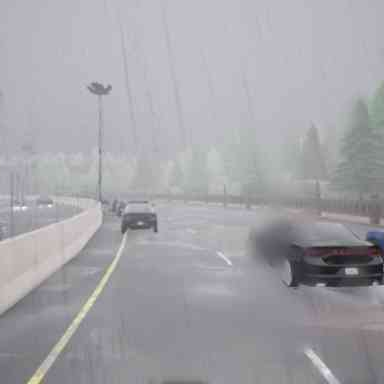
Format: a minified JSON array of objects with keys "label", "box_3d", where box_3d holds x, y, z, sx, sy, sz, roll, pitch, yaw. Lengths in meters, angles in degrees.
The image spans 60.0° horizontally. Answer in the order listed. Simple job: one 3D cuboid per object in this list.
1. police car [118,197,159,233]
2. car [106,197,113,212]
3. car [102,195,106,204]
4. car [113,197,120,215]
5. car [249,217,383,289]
[{"label":"police car","box_3d":[-3.024,1.303,18.853,1.930,1.638,5.238,0,0,-11]},{"label":"car","box_3d":[-7.404,1.288,34.226,1.837,1.490,4.892,0,0,-20]},{"label":"car","box_3d":[-13.988,1.234,50.674,2.033,1.411,5.357,0,0,-31]},{"label":"car","box_3d":[-5.466,1.323,28.505,1.837,1.490,4.892,0,0,-17]},{"label":"car","box_3d":[2.962,1.407,9.085,1.882,1.535,5.008,0,0,-5]}]
